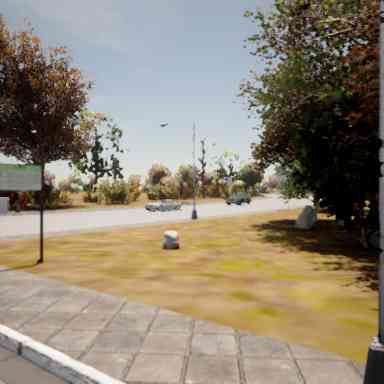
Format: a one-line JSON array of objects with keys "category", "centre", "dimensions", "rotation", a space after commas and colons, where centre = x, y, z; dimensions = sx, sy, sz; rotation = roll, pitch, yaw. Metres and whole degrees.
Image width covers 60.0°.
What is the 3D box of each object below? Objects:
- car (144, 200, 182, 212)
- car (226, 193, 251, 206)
[{"category": "car", "centre": [-3.382, 1.568, 38.771], "dimensions": [1.895, 1.301, 4.718], "rotation": [0, 0, 38]}, {"category": "car", "centre": [7.551, 1.178, 53.248], "dimensions": [2.150, 2.045, 5.566], "rotation": [0, 0, 35]}]
